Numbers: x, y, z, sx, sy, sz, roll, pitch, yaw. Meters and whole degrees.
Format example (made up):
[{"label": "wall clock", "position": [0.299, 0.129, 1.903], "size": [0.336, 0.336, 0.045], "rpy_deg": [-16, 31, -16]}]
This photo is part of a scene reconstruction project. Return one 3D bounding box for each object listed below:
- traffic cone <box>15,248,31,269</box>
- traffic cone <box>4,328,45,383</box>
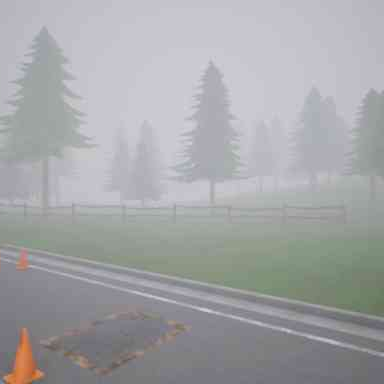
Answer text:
[{"label": "traffic cone", "position": [-5.102, 1.982, 10.034], "size": [0.340, 0.580, 0.340], "rpy_deg": [0, 0, 36]}, {"label": "traffic cone", "position": [-2.045, 1.967, 4.063], "size": [0.340, 0.580, 0.340], "rpy_deg": [0, 0, 36]}]
